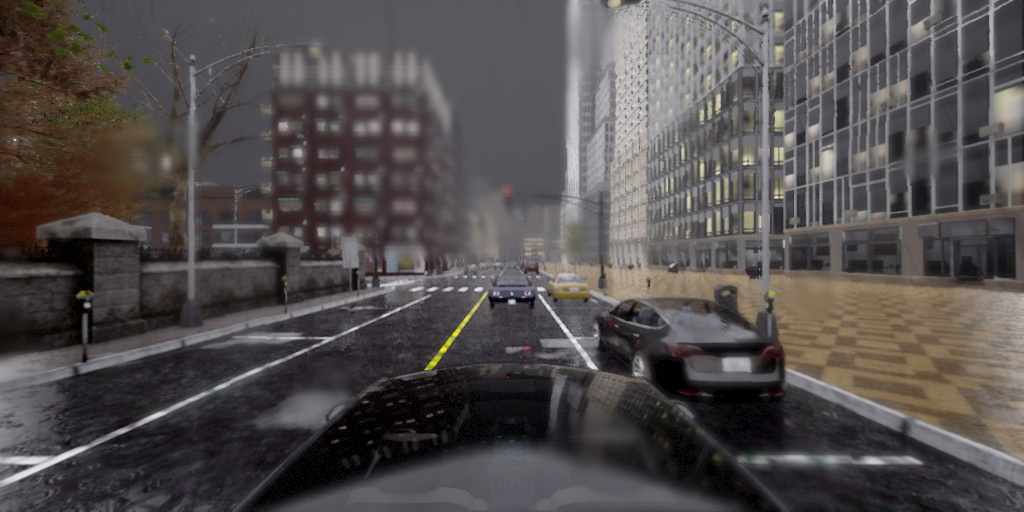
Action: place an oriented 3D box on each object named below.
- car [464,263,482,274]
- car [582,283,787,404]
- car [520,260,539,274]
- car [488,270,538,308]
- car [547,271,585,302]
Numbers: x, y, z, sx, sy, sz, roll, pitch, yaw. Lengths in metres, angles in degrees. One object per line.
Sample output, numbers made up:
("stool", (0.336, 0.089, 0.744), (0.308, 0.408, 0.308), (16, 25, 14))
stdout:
("car", (-5.681, 1.782, 50.020), (2.007, 1.370, 4.403), (0, 0, 0))
("car", (2.689, 1.359, 6.342), (1.948, 1.339, 4.313), (0, 0, 0))
("car", (2.699, 1.547, 50.018), (2.192, 1.841, 5.009), (0, 0, 0))
("car", (0.005, 1.487, 15.961), (1.895, 1.301, 4.718), (0, -1, 0))
("car", (2.692, 1.428, 17.777), (1.751, 1.417, 4.829), (0, 0, 0))
